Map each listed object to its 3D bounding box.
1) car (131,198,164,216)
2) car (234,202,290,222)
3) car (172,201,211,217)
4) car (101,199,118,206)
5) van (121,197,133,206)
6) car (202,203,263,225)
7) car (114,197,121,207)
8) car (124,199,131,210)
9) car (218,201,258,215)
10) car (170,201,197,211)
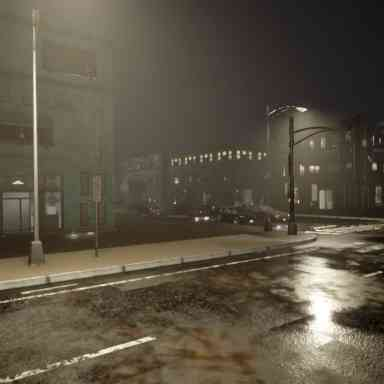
[{"bbox_3d":[-4.836,1.846,37.687,1.967,1.590,4.097,-1,0,-35],"label":"car"},{"bbox_3d":[5.523,1.764,27.625,2.033,1.411,5.357,-1,0,-36],"label":"car"},{"bbox_3d":[-0.289,1.896,35.767,1.994,1.385,4.181,-1,0,-37],"label":"car"},{"bbox_3d":[-17.272,2.227,69.603,1.887,1.381,4.507,-1,0,-35],"label":"car"},{"bbox_3d":[-10.856,1.906,60.585,1.690,1.788,3.998,-1,0,-35],"label":"van"},{"bbox_3d":[3.117,1.814,26.314,1.947,1.339,4.313,-2,0,-35],"label":"car"},{"bbox_3d":[-14.067,1.939,65.094,2.192,1.841,5.009,-1,0,-35],"label":"car"},{"bbox_3d":[-6.768,2.004,44.898,2.033,1.411,5.357,-1,0,-36],"label":"car"},{"bbox_3d":[5.202,1.809,38.041,2.008,1.369,4.403,-2,0,-35],"label":"car"},{"bbox_3d":[-1.218,1.965,47.059,1.802,1.307,4.206,-2,0,-35],"label":"car"}]
